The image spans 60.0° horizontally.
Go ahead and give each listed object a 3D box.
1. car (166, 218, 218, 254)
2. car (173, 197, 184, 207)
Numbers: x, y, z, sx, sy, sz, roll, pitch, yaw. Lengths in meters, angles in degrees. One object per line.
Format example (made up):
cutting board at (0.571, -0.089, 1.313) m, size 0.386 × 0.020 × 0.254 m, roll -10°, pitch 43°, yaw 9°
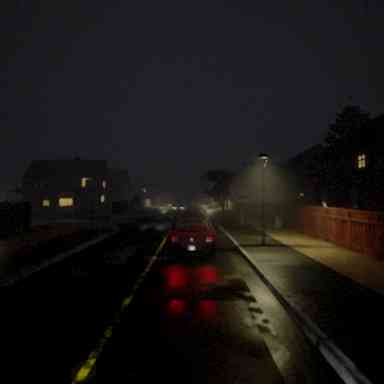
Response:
car at (0.003, 1.748, 14.147) m, size 1.895 × 1.301 × 4.718 m, roll 0°, pitch -1°, yaw 0°
car at (-2.744, 2.099, 68.836) m, size 2.150 × 2.045 × 5.566 m, roll 0°, pitch -1°, yaw 0°
